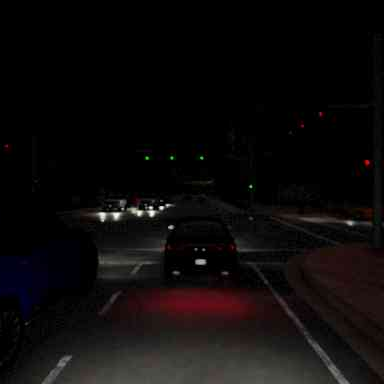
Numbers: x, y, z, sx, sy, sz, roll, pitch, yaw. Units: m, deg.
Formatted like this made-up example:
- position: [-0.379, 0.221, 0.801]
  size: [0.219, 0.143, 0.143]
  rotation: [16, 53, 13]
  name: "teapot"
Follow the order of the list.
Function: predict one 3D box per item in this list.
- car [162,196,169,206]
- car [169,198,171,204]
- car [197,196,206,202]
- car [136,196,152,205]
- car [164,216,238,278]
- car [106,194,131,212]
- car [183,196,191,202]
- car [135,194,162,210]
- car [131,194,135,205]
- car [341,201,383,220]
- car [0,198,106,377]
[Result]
- position: [-5.442, 1.393, 53.991]
  size: [2.097, 1.767, 4.553]
  rotation: [0, 0, 2]
  name: "car"
- position: [-5.139, 1.613, 63.958]
  size: [1.994, 1.385, 4.181]
  rotation: [0, 0, 1]
  name: "car"
- position: [2.280, 1.619, 80.679]
  size: [1.994, 1.385, 4.181]
  rotation: [0, 0, 1]
  name: "car"
- position: [-8.734, 1.522, 60.900]
  size: [1.882, 1.535, 5.008]
  rotation: [0, 0, 2]
  name: "car"
- position: [0.248, 1.486, 10.244]
  size: [1.882, 1.535, 5.008]
  rotation: [0, 0, 1]
  name: "car"
- position: [-9.313, 1.249, 40.480]
  size: [2.150, 2.045, 5.566]
  rotation: [0, 0, 0]
  name: "car"
- position: [-1.228, 1.589, 80.416]
  size: [1.812, 1.442, 4.674]
  rotation: [0, 0, 1]
  name: "car"
- position: [-5.696, 1.254, 44.304]
  size: [2.150, 2.045, 5.566]
  rotation: [0, 0, 1]
  name: "car"
- position: [-9.030, 1.258, 50.823]
  size: [2.150, 2.045, 5.566]
  rotation: [0, 0, 2]
  name: "car"
- position: [14.943, 1.508, 27.488]
  size: [5.008, 1.535, 1.882]
  rotation: [0, 0, 2]
  name: "car"
- position: [-3.334, 1.223, 5.643]
  size: [2.150, 2.045, 5.566]
  rotation: [0, 0, 1]
  name: "car"
